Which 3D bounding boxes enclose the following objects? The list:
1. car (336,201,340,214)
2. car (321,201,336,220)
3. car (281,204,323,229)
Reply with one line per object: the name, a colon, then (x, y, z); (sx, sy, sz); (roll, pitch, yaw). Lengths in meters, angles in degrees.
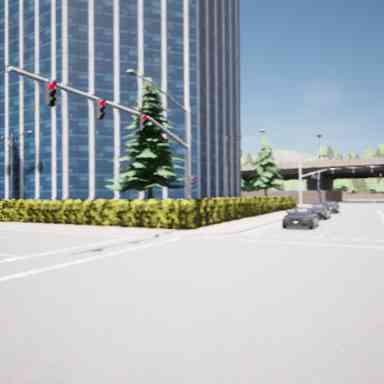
car: (16.949, 1.839, 40.699); (2.128, 1.511, 4.902); (-1, -1, 29)
car: (11.975, 1.825, 31.417); (2.033, 1.411, 5.357); (-1, -1, 28)
car: (7.632, 1.781, 23.270); (1.994, 1.385, 4.181); (-1, -1, 28)
